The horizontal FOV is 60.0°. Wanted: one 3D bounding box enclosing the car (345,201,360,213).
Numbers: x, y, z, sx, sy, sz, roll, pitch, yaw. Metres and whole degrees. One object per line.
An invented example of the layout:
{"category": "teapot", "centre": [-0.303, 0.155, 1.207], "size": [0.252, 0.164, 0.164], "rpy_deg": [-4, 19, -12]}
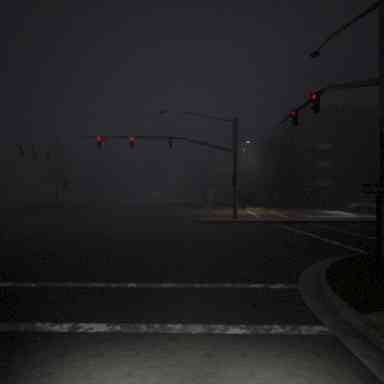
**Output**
{"category": "car", "centre": [19.404, 1.498, 36.701], "size": [4.674, 1.442, 1.812], "rpy_deg": [0, 0, 0]}

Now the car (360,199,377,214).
{"category": "car", "centre": [20.013, 1.453, 33.206], "size": [5.008, 1.535, 1.882], "rpy_deg": [0, 0, 0]}

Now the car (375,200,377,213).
{"category": "car", "centre": [19.487, 1.579, 29.704], "size": [4.718, 1.301, 1.895], "rpy_deg": [0, 0, 0]}
